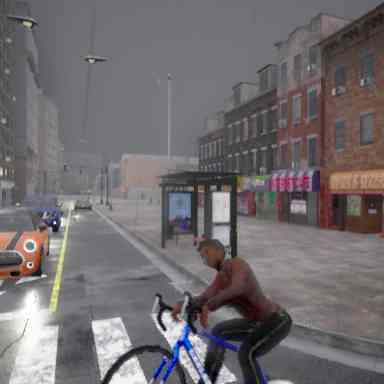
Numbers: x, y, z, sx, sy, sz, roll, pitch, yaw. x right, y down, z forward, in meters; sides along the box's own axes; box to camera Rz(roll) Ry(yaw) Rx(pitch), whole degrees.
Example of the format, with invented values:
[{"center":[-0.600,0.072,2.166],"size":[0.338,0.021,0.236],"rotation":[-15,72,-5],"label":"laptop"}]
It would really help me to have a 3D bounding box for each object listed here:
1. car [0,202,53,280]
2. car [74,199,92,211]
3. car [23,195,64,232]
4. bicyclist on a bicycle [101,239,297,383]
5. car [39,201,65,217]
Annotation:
[{"center":[-5.431,1.339,9.806],"size":[2.097,1.767,4.553],"rotation":[0,0,-20],"label":"car"},{"center":[-13.210,1.517,40.237],"size":[1.994,1.385,4.181],"rotation":[0,0,-19],"label":"car"},{"center":[-9.000,1.192,19.760],"size":[2.150,2.045,5.566],"rotation":[0,0,-20],"label":"car"},{"center":[0.233,1.095,2.392],"size":[1.656,1.620,0.582],"rotation":[19,-41,-10],"label":"bicyclist on a bicycle"},{"center":[-13.108,1.553,31.335],"size":[1.895,1.301,4.718],"rotation":[0,0,-19],"label":"car"}]
